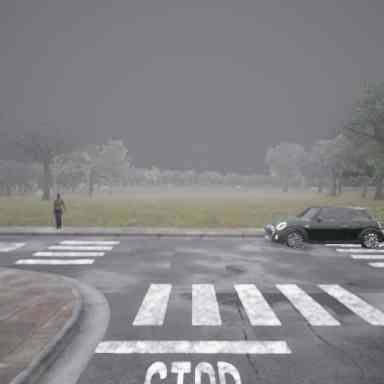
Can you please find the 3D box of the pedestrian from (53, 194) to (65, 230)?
[{"bbox_3d":[-6.839,0.982,17.033,0.375,1.860,0.375,0,1,0],"label":"pedestrian"}]

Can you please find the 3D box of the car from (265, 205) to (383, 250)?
[{"bbox_3d":[5.463,1.364,14.109,4.553,1.767,2.097,1,1,0],"label":"car"}]
